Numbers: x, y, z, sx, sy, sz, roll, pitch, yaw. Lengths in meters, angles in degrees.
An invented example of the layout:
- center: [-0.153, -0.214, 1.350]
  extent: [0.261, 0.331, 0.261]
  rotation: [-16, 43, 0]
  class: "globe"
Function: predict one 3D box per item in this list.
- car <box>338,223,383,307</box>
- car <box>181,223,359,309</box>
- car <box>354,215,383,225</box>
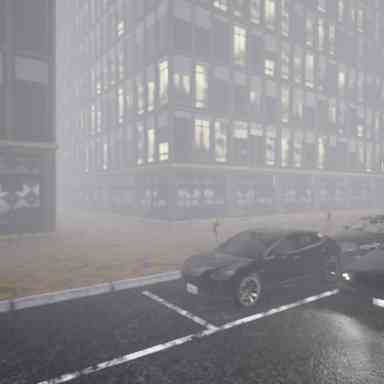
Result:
- center: [5.399, 1.483, 7.217]
  extent: [5.357, 1.411, 2.033]
  rotation: [-1, 0, -35]
  class: "car"
- center: [1.782, 1.522, 7.823]
  extent: [4.313, 1.339, 1.947]
  rotation: [-1, 1, -35]
  class: "car"
- center: [6.292, 1.465, 11.038]
  extent: [4.403, 1.369, 2.008]
  rotation: [-1, 1, -35]
  class: "car"
